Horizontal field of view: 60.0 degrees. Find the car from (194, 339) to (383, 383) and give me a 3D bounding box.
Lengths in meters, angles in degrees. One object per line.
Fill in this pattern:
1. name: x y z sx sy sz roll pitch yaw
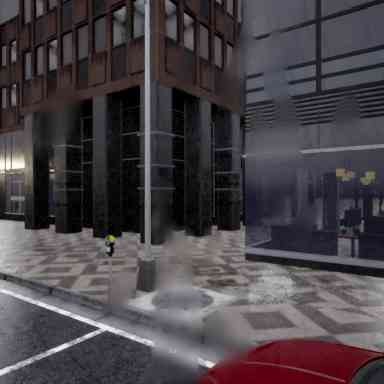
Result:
1. car: 1.961 1.545 1.563 4.507 1.381 1.887 0 0 36
